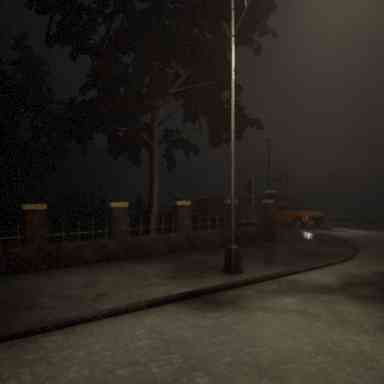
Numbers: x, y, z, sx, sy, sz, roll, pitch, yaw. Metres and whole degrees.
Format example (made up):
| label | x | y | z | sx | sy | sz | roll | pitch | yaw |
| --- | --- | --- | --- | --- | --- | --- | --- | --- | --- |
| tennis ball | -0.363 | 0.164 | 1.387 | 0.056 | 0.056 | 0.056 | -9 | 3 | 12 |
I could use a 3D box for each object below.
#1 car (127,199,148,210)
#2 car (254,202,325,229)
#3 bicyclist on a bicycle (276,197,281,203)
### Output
| label | x | y | z | sx | sy | sz | roll | pitch | yaw |
| --- | --- | --- | --- | --- | --- | --- | --- | --- | --- |
| car | -5.913 | 1.512 | 38.363 | 1.994 | 1.385 | 4.181 | 0 | 0 | -35 |
| car | 6.079 | 1.425 | 21.491 | 1.882 | 1.535 | 5.008 | 0 | 0 | -36 |
| bicyclist on a bicycle | 8.352 | 1.271 | 32.759 | 1.656 | 1.620 | 0.582 | -1 | 0 | -36 |
